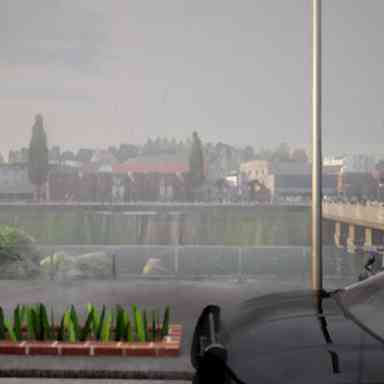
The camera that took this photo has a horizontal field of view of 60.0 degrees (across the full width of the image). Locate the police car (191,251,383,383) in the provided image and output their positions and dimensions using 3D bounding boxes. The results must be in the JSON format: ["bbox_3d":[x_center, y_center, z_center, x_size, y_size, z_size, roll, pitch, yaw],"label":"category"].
[{"bbox_3d":[2.594,1.375,3.059,5.238,1.638,1.930,0,4,1],"label":"police car"}]
